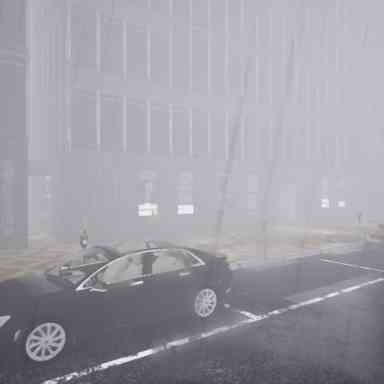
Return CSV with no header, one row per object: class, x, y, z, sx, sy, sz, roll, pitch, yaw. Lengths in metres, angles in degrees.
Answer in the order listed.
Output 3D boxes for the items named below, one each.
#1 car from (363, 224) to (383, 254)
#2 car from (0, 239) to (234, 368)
car,8.035,1.582,12.258,4.206,1.307,1.802,0,0,-35
car,-1.246,1.551,5.666,4.403,1.369,2.008,0,0,-35
